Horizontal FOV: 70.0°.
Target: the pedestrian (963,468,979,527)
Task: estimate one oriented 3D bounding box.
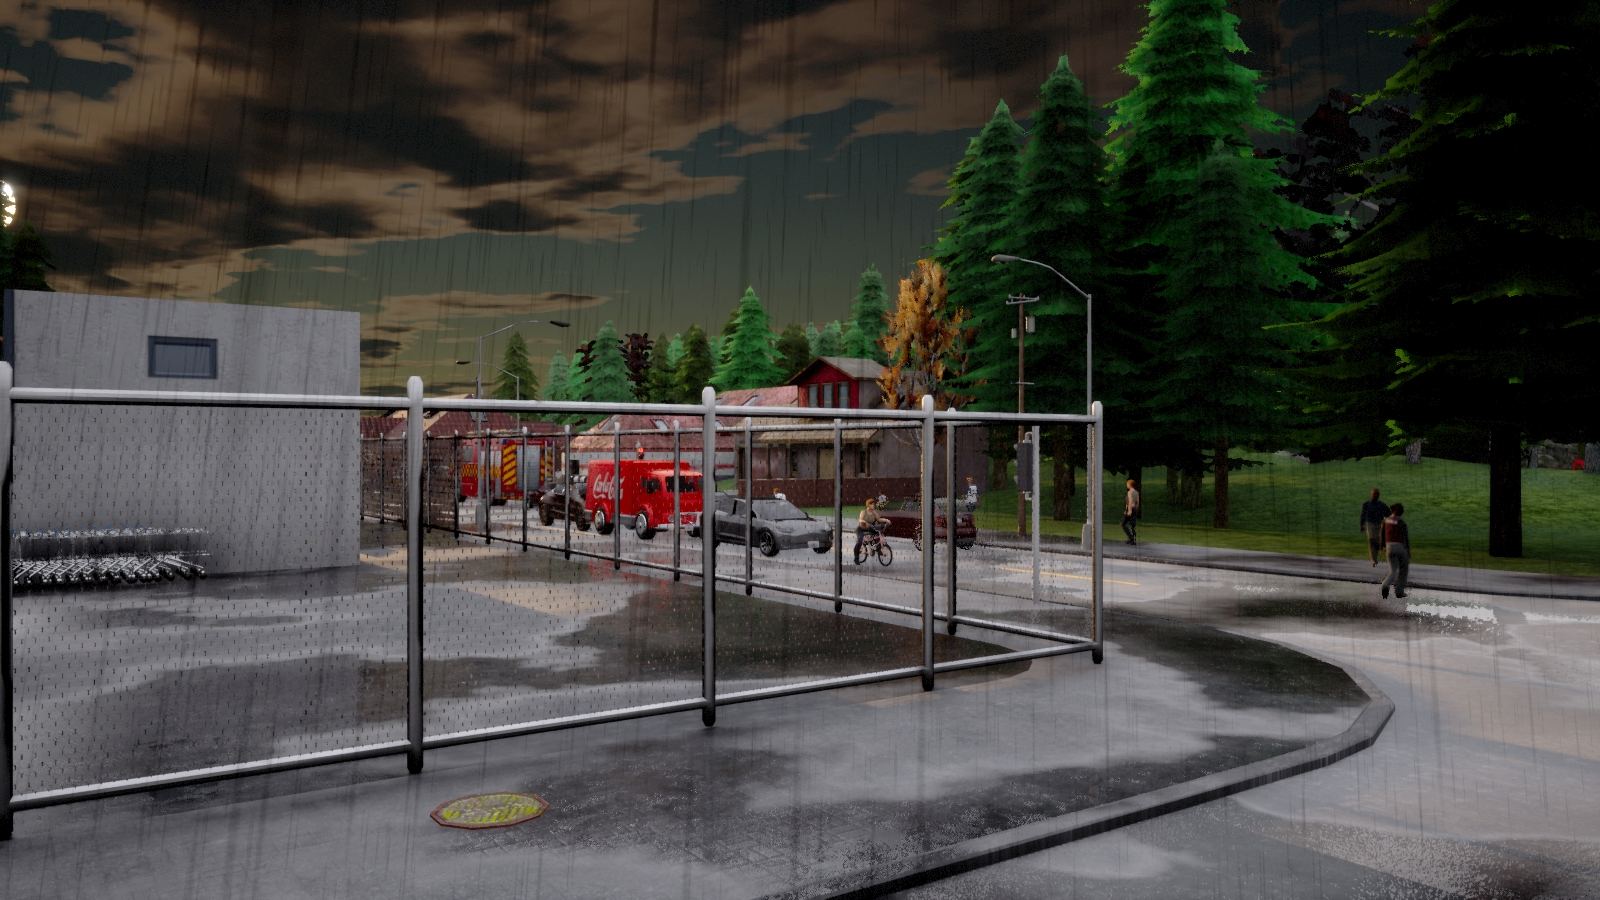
[{"bbox_3d":[5.489,1.520,36.673,0.375,1.860,0.375,0,0,-25],"label":"pedestrian"}]

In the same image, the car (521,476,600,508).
[{"bbox_3d":[-11.268,1.931,53.453,1.895,1.301,4.718,0,0,-35],"label":"car"}]

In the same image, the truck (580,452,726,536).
[{"bbox_3d":[-4.910,1.336,37.383,2.627,2.467,5.204,0,0,-35],"label":"truck"}]

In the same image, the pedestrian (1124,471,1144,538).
[{"bbox_3d":[9.375,1.522,32.059,0.375,1.860,0.375,0,0,-34],"label":"pedestrian"}]

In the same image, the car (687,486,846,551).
[{"bbox_3d":[-1.029,1.840,31.812,2.163,1.488,4.792,0,0,-35],"label":"car"}]

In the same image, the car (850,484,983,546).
[{"bbox_3d":[3.265,1.802,32.616,1.789,1.549,3.705,0,0,-35],"label":"car"}]

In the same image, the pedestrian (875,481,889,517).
[{"bbox_3d":[3.038,1.801,42.224,0.375,1.300,0.375,0,0,-30],"label":"pedestrian"}]

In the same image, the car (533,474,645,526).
[{"bbox_3d":[-7.756,1.772,41.538,2.152,1.651,5.027,0,0,-34],"label":"car"}]

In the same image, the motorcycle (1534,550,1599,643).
[{"bbox_3d":[11.116,1.990,15.344,2.033,1.145,0.803,0,0,25],"label":"motorcycle"}]

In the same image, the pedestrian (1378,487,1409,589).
[{"bbox_3d":[11.063,1.625,21.303,0.375,1.860,0.375,0,0,-31],"label":"pedestrian"}]

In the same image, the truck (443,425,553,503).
[{"bbox_3d":[-16.070,0.667,60.303,2.891,3.827,8.468,0,0,-35],"label":"truck"}]

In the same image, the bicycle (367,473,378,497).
[{"bbox_3d":[-23.865,1.933,63.750,0.373,1.296,1.643,-1,1,-27],"label":"bicycle"}]

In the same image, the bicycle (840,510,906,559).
[{"bbox_3d":[1.773,2.033,27.810,0.859,1.080,1.487,0,0,-35],"label":"bicycle"}]

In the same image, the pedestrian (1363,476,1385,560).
[{"bbox_3d":[12.950,1.520,25.781,0.375,1.860,0.375,0,0,17],"label":"pedestrian"}]
